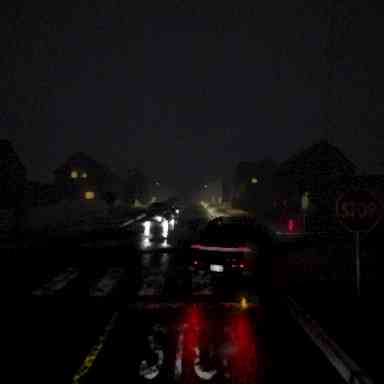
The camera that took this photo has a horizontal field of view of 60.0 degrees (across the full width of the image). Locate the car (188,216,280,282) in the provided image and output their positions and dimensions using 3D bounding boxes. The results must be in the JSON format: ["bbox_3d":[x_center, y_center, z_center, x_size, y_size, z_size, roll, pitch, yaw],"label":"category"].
[{"bbox_3d":[1.412,1.471,9.954,2.128,1.511,4.902,0,2,20],"label":"car"}]

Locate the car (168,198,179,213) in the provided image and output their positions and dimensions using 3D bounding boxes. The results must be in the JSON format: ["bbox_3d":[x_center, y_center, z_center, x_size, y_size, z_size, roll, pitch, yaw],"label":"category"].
[{"bbox_3d":[-2.851,1.749,39.210,1.895,1.301,4.718,0,0,0],"label":"car"}]

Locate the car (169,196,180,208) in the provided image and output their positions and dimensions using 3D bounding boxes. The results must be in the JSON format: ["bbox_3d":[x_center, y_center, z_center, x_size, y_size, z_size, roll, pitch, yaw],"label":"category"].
[{"bbox_3d":[-2.849,1.559,49.482,2.097,1.767,4.553,0,0,1],"label":"car"}]

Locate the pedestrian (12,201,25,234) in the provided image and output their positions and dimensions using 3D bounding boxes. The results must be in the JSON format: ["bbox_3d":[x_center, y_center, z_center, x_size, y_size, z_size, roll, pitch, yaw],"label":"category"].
[{"bbox_3d":[-9.818,1.410,18.764,0.375,1.860,0.375,0,-3,-1],"label":"pedestrian"}]

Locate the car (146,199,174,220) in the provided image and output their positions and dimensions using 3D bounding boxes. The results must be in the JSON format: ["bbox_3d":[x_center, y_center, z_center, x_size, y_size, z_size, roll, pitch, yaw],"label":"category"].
[{"bbox_3d":[-2.866,1.625,29.135,1.812,1.442,4.674,0,0,0],"label":"car"}]
